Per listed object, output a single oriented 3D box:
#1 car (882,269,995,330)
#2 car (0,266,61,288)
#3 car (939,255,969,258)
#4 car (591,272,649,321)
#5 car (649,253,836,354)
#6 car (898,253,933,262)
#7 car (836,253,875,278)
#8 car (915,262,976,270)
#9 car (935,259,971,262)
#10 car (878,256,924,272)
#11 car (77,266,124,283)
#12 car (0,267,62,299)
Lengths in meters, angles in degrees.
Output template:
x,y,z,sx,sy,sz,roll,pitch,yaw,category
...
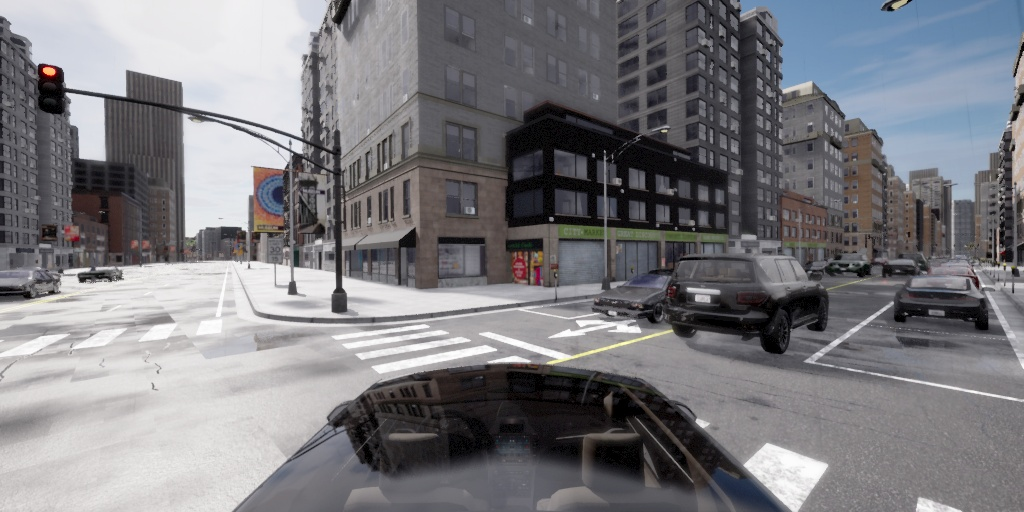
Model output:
x,y,z,sx,sy,sz,roll,pitch,yaw,category
12.723,1.228,10.643,4.403,1.370,2.007,0,0,-38,car
-36.108,1.506,26.834,1.994,1.385,4.181,-1,0,-38,car
43.810,0.937,35.224,4.097,1.591,1.967,0,0,-38,car
5.033,1.270,12.160,5.357,1.411,2.033,0,0,-38,car
5.989,0.944,8.964,5.566,2.045,2.150,0,0,-38,car
40.174,0.733,35.961,5.566,2.045,2.150,0,0,-38,car
29.982,0.782,31.784,5.566,2.045,2.150,0,0,-38,car
21.605,1.158,17.667,4.507,1.381,1.888,0,0,-38,car
30.487,1.104,24.689,4.507,1.381,1.888,0,0,-38,car
32.088,1.025,29.515,5.008,1.535,1.882,0,0,-38,car
-34.725,1.510,30.341,1.895,1.301,4.718,-1,0,-38,car
-25.411,1.428,18.476,2.033,1.411,5.357,-1,0,-38,car
